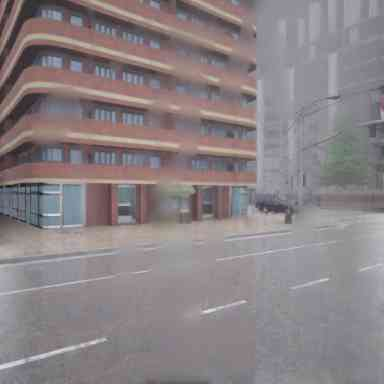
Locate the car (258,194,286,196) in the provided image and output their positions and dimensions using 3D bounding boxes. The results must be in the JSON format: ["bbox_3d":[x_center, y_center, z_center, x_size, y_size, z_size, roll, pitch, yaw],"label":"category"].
[{"bbox_3d":[9.703,1.222,37.764,2.150,2.045,5.566,0,0,-36],"label":"car"}]

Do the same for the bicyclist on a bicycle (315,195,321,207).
[{"bbox_3d":[17.810,1.301,46.968,1.656,1.620,0.582,0,0,-36],"label":"bicyclist on a bicycle"}]

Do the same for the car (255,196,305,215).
[{"bbox_3d":[8.880,1.491,32.967,2.128,1.511,4.902,0,0,-36],"label":"car"}]
